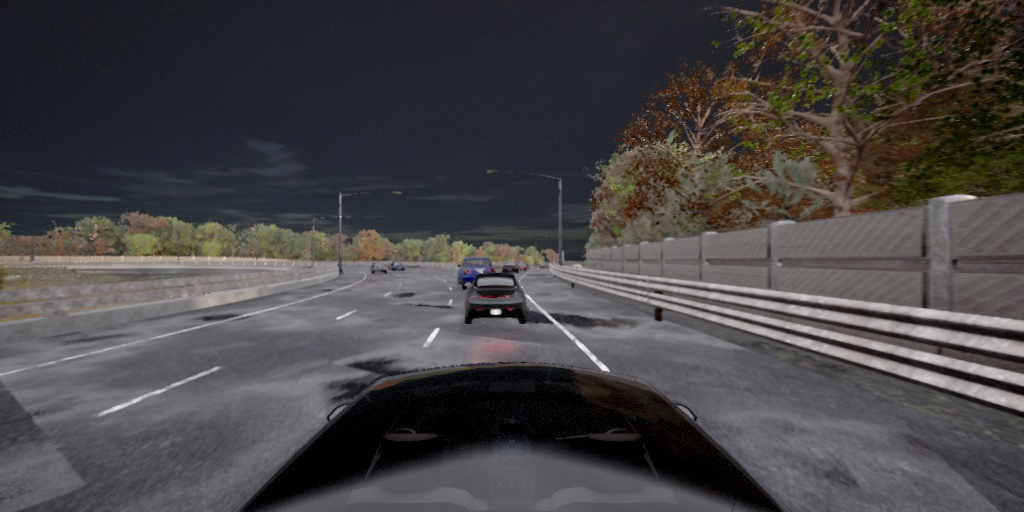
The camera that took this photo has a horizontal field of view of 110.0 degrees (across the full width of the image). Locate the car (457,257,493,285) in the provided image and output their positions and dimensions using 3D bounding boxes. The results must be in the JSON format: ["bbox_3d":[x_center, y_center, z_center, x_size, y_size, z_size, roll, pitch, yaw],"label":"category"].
[{"bbox_3d":[-2.544,1.105,24.900,2.150,2.045,5.566,0,0,-12],"label":"car"}]

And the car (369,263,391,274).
[{"bbox_3d":[-18.301,1.621,48.957,2.033,1.411,5.357,0,0,-27],"label":"car"}]

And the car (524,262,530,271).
[{"bbox_3d":[1.703,1.600,56.518,1.994,1.385,4.181,0,0,10],"label":"car"}]

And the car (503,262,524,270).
[{"bbox_3d":[0.004,1.457,44.589,1.882,1.535,5.008,0,0,6],"label":"car"}]

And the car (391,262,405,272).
[{"bbox_3d":[-17.901,1.633,55.511,1.812,1.442,4.674,0,0,-29],"label":"car"}]

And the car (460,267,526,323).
[{"bbox_3d":[-0.574,1.314,12.358,1.837,1.490,4.892,0,0,-3],"label":"car"}]
